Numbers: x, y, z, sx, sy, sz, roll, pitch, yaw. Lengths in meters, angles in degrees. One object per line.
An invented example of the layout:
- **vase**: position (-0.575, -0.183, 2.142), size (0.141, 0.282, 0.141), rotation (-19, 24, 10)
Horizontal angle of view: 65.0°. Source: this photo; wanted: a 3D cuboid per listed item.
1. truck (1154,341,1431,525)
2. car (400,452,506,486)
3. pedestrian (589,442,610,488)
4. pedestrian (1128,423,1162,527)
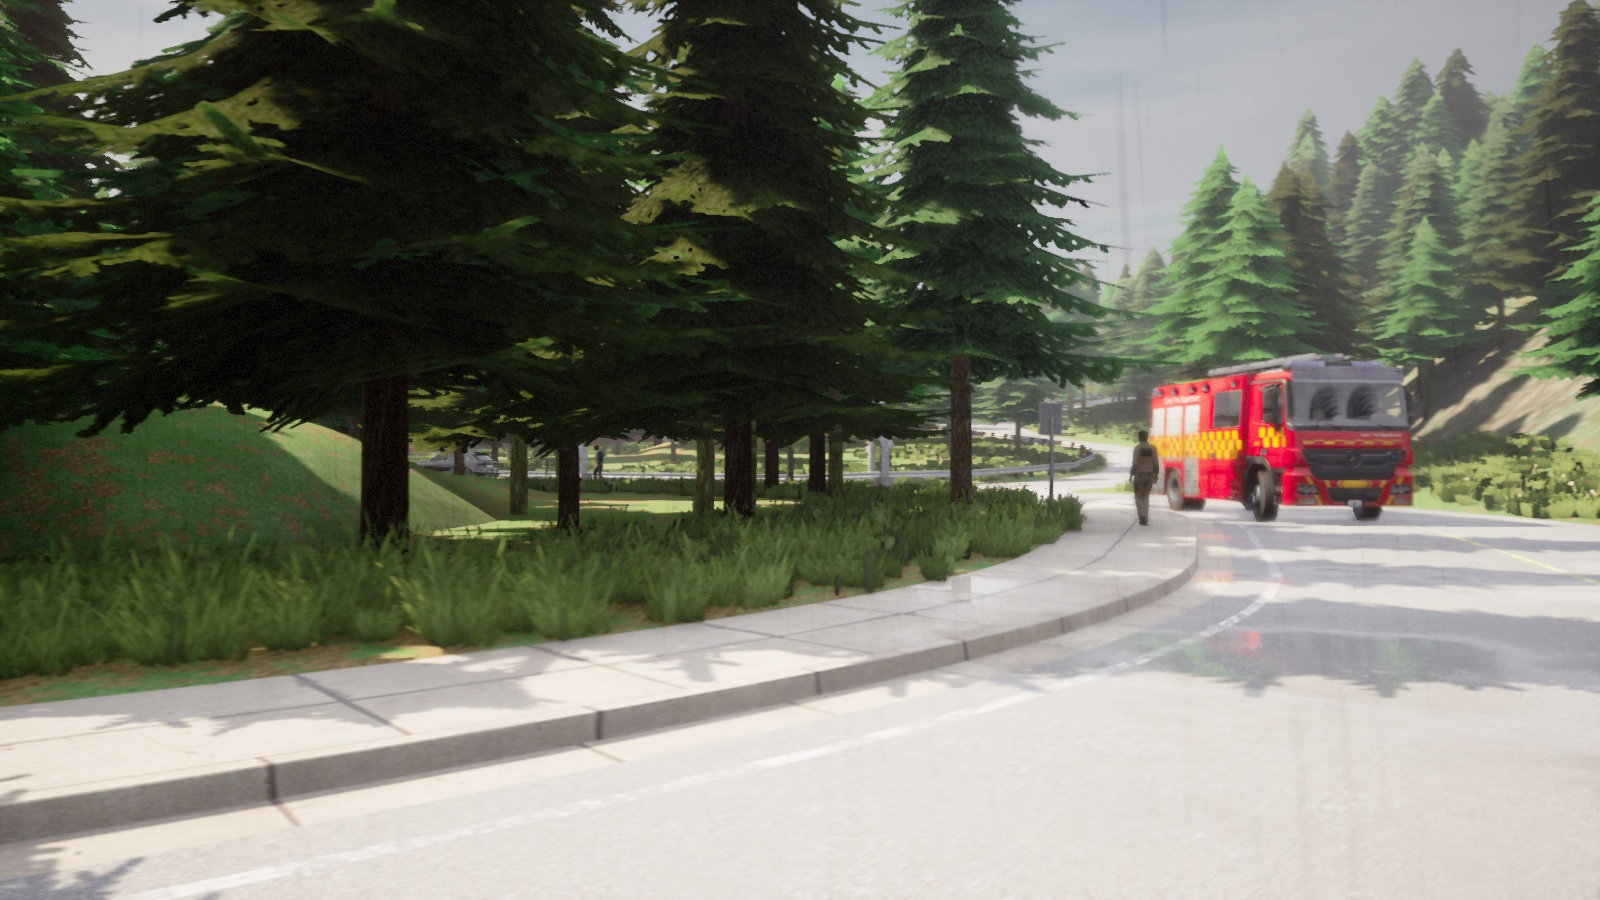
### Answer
- **truck**: position (11.487, -0.348, 30.452), size (2.891, 3.827, 8.468), rotation (0, 0, -4)
- **car**: position (-17.319, 0.942, 62.614), size (4.856, 1.649, 2.033), rotation (0, 0, 22)
- **pedestrian**: position (-8.107, 0.606, 50.773), size (0.726, 1.835, 0.370), rotation (0, 0, 25)
- **pedestrian**: position (6.521, 0.470, 23.732), size (0.396, 1.930, 0.692), rotation (0, 0, -6)
